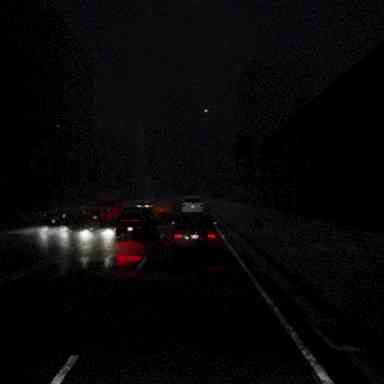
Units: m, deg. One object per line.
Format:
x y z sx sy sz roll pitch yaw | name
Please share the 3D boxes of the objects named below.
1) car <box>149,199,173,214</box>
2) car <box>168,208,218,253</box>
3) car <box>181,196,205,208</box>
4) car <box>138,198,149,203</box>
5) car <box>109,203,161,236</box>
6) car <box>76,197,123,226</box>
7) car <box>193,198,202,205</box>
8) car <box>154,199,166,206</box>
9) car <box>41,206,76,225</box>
-3.148 1.737 36.425 1.882 1.535 5.008 0 0 0 | car
0.100 1.648 14.256 2.033 1.411 5.357 0 0 0 | car
0.112 1.462 33.900 2.150 2.045 5.566 0 0 0 | car
-9.749 1.965 67.149 1.882 1.535 5.008 0 0 0 | car
-3.149 1.642 19.362 1.837 1.490 4.892 0 0 0 | car
-6.598 1.401 25.372 2.150 2.045 5.566 0 0 0 | car
1.144 2.022 71.202 1.837 1.490 4.892 0 0 0 | car
-6.504 2.044 67.170 1.994 1.385 4.181 0 0 0 | car
-9.848 1.784 25.885 1.895 1.301 4.718 0 0 0 | car
